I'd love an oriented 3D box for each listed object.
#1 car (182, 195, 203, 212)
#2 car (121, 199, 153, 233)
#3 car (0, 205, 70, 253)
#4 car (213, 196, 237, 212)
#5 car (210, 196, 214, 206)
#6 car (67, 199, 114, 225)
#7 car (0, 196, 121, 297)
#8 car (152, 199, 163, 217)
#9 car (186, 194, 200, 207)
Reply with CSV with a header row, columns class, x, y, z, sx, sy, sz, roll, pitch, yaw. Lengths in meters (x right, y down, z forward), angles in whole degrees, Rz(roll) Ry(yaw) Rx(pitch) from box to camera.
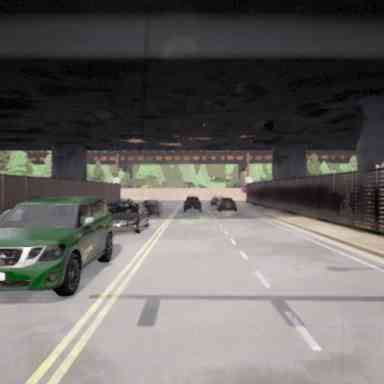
class,x,y,z,sx,sy,sz,roll,pitch,yaw
car,0.060,1.244,34.310,1.837,1.490,4.892,0,1,0
car,-3.546,1.366,18.600,1.837,1.490,4.892,0,0,0
car,-7.066,1.401,14.233,1.837,1.490,4.892,0,0,0
car,3.559,1.260,34.571,1.812,1.442,4.674,0,1,0
car,3.598,1.206,46.673,1.994,1.385,4.181,0,1,1
car,-7.047,1.329,23.698,1.837,1.490,4.892,0,0,0
car,-3.577,1.158,8.786,2.150,2.045,5.566,0,0,-1
car,-3.535,1.328,29.055,2.033,1.411,5.357,0,0,0
car,0.096,1.152,46.521,1.837,1.490,4.892,0,1,0
